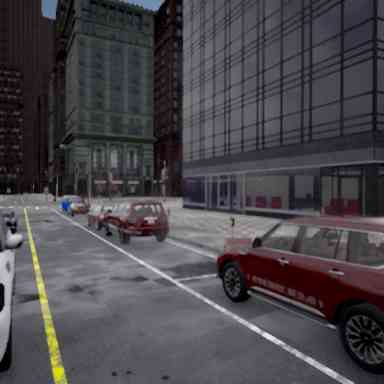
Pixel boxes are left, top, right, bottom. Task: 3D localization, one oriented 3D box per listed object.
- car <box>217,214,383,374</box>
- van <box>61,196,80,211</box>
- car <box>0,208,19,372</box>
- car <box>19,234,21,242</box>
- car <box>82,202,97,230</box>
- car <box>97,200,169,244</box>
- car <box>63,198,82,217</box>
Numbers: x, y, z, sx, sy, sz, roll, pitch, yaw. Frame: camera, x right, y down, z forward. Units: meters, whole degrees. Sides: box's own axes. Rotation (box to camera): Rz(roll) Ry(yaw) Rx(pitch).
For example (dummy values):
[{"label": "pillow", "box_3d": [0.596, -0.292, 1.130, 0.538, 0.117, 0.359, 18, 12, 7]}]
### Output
[{"label": "car", "box_3d": [2.386, 1.312, 5.787, 2.192, 1.841, 5.009, 0, 0, -27]}, {"label": "van", "box_3d": [-13.095, 1.296, 35.939, 1.690, 1.788, 3.998, 0, 0, -27]}, {"label": "car", "box_3d": [-4.076, 1.218, 5.345, 2.150, 2.045, 5.566, 0, 0, -27]}, {"label": "car", "box_3d": [-10.236, 1.585, 17.556, 1.895, 1.301, 4.718, 0, 0, -27]}, {"label": "car", "box_3d": [-5.354, 1.422, 20.863, 1.967, 1.590, 4.097, 0, 0, -27]}, {"label": "car", "box_3d": [-2.775, 1.303, 15.837, 2.192, 1.841, 5.009, 0, 0, -27]}, {"label": "car", "box_3d": [-10.514, 1.547, 30.914, 1.802, 1.307, 4.206, 0, 0, -27]}]
